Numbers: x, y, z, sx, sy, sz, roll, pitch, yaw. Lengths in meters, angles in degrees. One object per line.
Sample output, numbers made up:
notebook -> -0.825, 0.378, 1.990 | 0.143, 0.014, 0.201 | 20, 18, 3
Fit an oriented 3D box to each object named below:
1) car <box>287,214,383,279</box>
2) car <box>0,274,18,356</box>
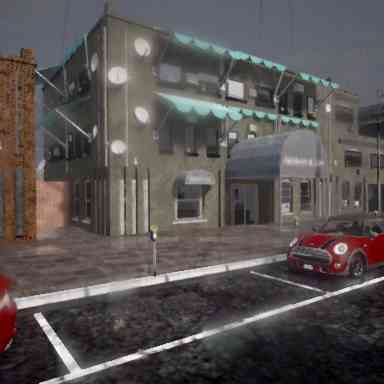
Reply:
car -> 4.670, 1.438, 9.896 | 4.097, 1.590, 1.967 | 0, -1, -35
car -> -4.363, 1.544, 3.451 | 4.507, 1.381, 1.887 | 0, -1, -35
